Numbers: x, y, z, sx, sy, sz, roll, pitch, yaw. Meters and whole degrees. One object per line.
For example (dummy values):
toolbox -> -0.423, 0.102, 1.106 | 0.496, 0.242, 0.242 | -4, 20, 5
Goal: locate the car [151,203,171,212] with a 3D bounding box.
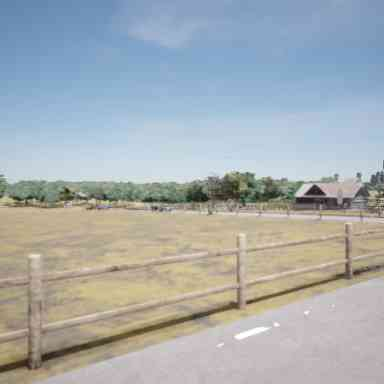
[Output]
car -> -5.482, 2.791, 59.342 | 2.128, 1.511, 4.902 | 0, -2, -35

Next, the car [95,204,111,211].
car -> -23.627, 4.168, 89.511 | 2.097, 1.767, 4.553 | 0, -3, -35
